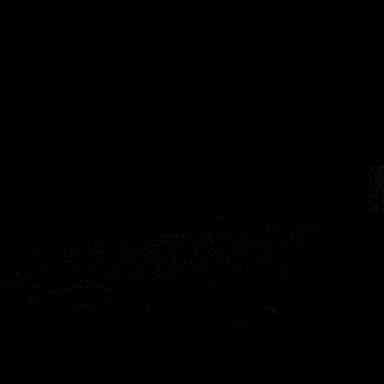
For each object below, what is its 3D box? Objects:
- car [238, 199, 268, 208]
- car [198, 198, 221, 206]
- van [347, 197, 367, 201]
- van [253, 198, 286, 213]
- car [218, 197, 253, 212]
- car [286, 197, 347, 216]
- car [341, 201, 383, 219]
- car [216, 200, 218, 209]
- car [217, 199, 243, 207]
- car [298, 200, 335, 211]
[{"bbox_3d":[9.774,1.808,53.554,1.752,1.417,4.829,-1,0,-36],"label":"car"},{"bbox_3d":[3.271,1.934,62.657,2.008,1.369,4.403,-1,0,-36],"label":"car"},{"bbox_3d":[19.774,1.460,39.552,1.690,1.788,3.998,-1,0,-36],"label":"van"},{"bbox_3d":[9.541,1.603,39.210,1.690,1.788,3.998,-1,0,-36],"label":"van"},{"bbox_3d":[6.239,1.631,43.831,2.192,1.841,5.009,-1,0,-36],"label":"car"},{"bbox_3d":[12.842,1.521,34.589,2.192,1.841,5.009,-1,0,-36],"label":"car"},{"bbox_3d":[16.150,1.730,29.968,1.802,1.307,4.206,-1,0,-36],"label":"car"},{"bbox_3d":[2.942,1.919,48.453,2.008,1.369,4.403,-1,0,-36],"label":"car"},{"bbox_3d":[6.572,1.877,58.036,1.887,1.381,4.507,-1,0,-36],"label":"car"},{"bbox_3d":[16.477,1.741,44.174,1.947,1.339,4.313,-1,0,-36],"label":"car"}]
